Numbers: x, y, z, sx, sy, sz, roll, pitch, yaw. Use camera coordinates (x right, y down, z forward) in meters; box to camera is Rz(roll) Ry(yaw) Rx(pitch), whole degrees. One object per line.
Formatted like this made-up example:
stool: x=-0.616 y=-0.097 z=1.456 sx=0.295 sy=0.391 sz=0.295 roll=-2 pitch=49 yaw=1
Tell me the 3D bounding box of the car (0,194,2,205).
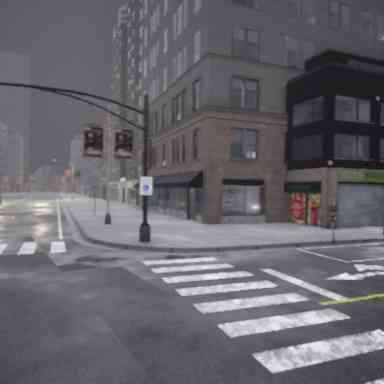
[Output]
car: x=-25.991 y=0.682 z=42.760 sx=2.150 sy=2.045 sz=5.566 roll=1 pitch=0 yaw=-22
